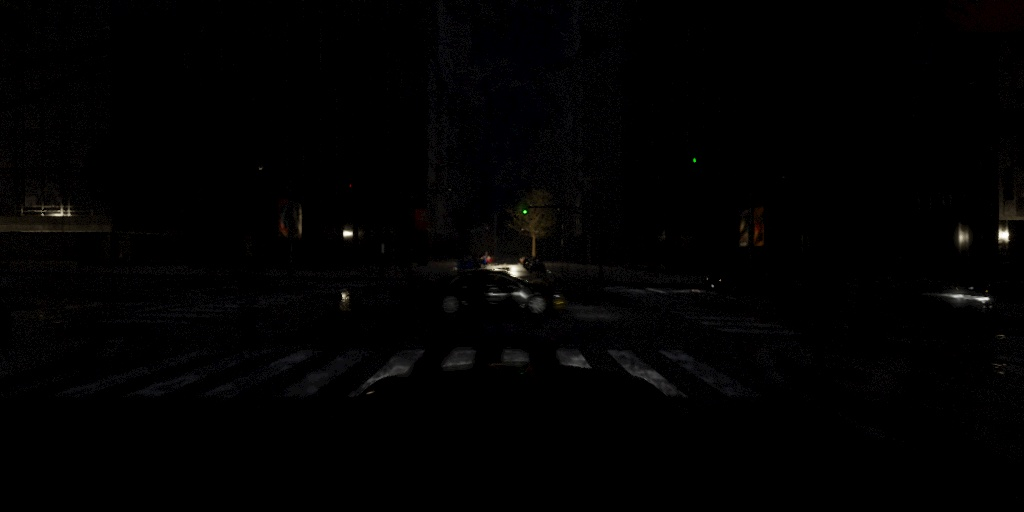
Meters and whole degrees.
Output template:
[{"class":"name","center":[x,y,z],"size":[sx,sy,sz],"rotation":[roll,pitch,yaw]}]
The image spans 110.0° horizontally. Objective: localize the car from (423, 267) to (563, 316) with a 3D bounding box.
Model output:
[{"class":"car","center":[-0.645,1.273,12.741],"size":[4.892,1.490,1.837],"rotation":[0,0,0]}]

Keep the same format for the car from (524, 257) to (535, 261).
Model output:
[{"class":"car","center":[2.728,1.184,45.057],"size":[1.751,1.417,4.829],"rotation":[0,0,0]}]

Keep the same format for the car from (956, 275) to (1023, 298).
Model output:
[{"class":"car","center":[31.066,1.886,22.690],"size":[4.181,1.385,1.994],"rotation":[1,0,0]}]

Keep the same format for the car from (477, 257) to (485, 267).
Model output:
[{"class":"car","center":[-5.769,1.203,55.932],"size":[1.948,1.339,4.313],"rotation":[0,0,0]}]

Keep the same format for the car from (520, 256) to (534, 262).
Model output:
[{"class":"car","center":[2.756,0.952,55.913],"size":[2.192,1.841,5.009],"rotation":[0,0,0]}]

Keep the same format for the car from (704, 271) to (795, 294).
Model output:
[{"class":"car","center":[14.866,1.616,22.642],"size":[4.718,1.301,1.895],"rotation":[1,0,0]}]

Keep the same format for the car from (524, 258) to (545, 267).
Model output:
[{"class":"car","center":[2.713,1.220,39.375],"size":[2.007,1.370,4.403],"rotation":[0,0,0]}]

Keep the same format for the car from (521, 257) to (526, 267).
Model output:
[{"class":"car","center":[2.741,1.199,50.401],"size":[2.007,1.370,4.403],"rotation":[0,0,0]}]

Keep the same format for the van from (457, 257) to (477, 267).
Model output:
[{"class":"van","center":[-5.798,0.999,44.908],"size":[1.690,1.789,3.998],"rotation":[0,0,0]}]
